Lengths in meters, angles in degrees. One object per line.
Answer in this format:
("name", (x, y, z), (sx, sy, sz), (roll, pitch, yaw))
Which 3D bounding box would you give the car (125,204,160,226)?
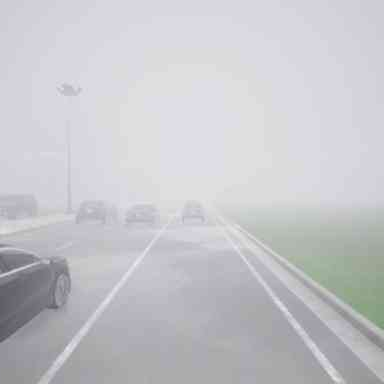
("car", (-3.397, 1.533, 23.453), (2.033, 1.411, 5.357), (0, 0, 0))

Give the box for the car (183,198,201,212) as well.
("car", (0.041, 1.523, 39.412), (2.033, 1.411, 5.357), (0, 0, 1))

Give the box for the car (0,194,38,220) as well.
("car", (-15.042, 1.206, 27.873), (2.150, 2.045, 5.566), (0, 0, 1))

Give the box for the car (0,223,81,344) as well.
("car", (-3.395, 1.488, 4.918), (2.128, 1.511, 4.902), (0, 0, 0))

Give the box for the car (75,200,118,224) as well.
("car", (-6.897, 1.337, 24.519), (2.097, 1.767, 4.553), (0, 0, 0))

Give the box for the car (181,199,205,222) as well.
("car", (0.103, 1.531, 26.528), (2.033, 1.411, 5.357), (0, 0, 0))
